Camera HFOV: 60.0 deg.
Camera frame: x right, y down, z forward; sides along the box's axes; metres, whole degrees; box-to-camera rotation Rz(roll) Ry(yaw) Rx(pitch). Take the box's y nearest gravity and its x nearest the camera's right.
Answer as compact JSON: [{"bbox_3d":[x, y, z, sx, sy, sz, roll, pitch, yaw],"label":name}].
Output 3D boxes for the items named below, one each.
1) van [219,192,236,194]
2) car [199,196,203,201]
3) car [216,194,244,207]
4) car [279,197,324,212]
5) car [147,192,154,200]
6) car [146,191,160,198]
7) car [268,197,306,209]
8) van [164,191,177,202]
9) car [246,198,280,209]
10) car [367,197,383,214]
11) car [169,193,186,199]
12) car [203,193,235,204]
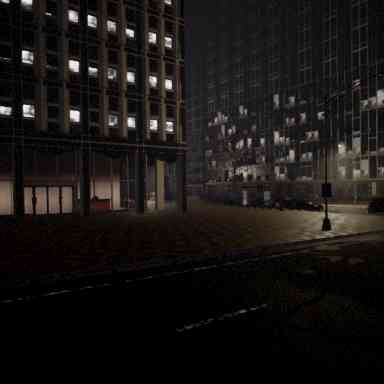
[{"bbox_3d":[6.300,0.853,59.797,1.690,1.788,3.998,-1,1,-34],"label":"van"},{"bbox_3d":[3.083,1.041,64.485,1.802,1.307,4.206,-1,1,-34],"label":"car"},{"bbox_3d":[5.782,1.318,45.658,1.947,1.339,4.313,-1,1,-34],"label":"car"},{"bbox_3d":[12.155,1.422,36.243,1.947,1.339,4.313,-1,1,-34],"label":"car"},{"bbox_3d":[-10.260,1.038,69.113,2.008,1.369,4.403,0,1,-34],"label":"car"},{"bbox_3d":[-9.787,0.684,83.224,1.967,1.590,4.097,0,1,-34],"label":"car"},{"bbox_3d":[11.801,1.335,41.542,1.994,1.385,4.181,-1,1,-35],"label":"car"},{"bbox_3d":[-3.825,0.936,59.740,1.690,1.788,3.998,0,1,-34],"label":"van"},{"bbox_3d":[8.951,1.386,40.941,1.802,1.307,4.206,-1,1,-34],"label":"car"},{"bbox_3d":[18.806,1.245,30.739,2.097,1.767,4.553,-1,1,-30],"label":"car"},{"bbox_3d":[-3.351,0.934,73.856,1.802,1.307,4.206,0,1,-34],"label":"car"},{"bbox_3d":[4.353,1.251,52.415,1.895,1.301,4.718,-1,1,-34],"label":"car"}]
